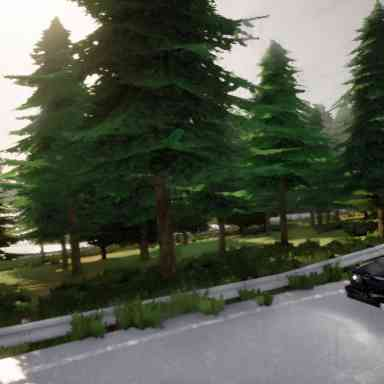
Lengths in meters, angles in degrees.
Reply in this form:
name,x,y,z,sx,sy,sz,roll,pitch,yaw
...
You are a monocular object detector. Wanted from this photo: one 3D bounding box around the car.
name,x,y,z,sx,sy,sz,roll,pitch,yaw
car,5.512,1.471,6.579,5.357,1.411,2.033,0,1,-28
